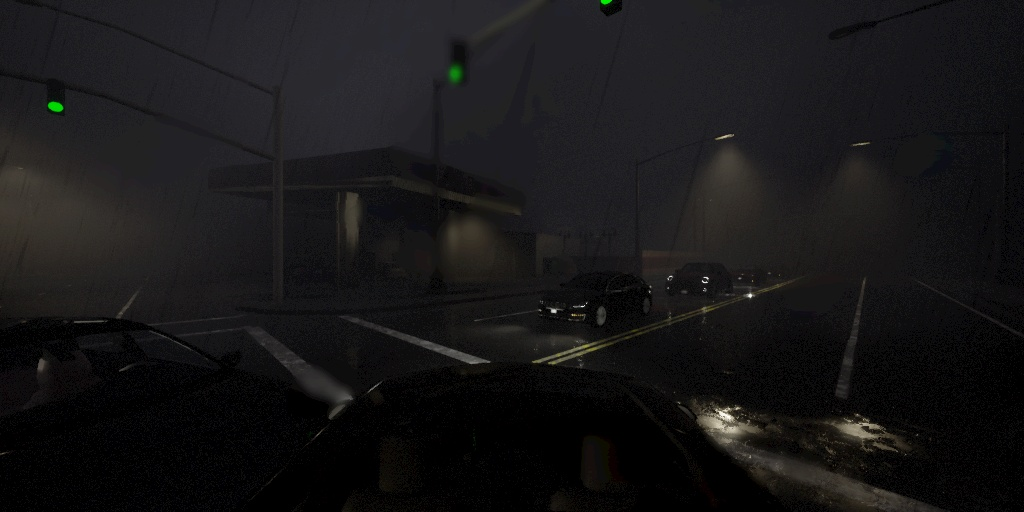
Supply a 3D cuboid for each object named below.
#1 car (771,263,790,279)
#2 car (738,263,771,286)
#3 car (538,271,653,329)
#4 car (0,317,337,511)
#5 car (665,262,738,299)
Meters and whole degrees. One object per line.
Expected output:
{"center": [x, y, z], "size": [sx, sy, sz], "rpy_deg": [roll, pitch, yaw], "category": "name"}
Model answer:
{"center": [23.667, 1.314, 32.403], "size": [4.181, 1.385, 1.994], "rpy_deg": [0, 0, -45], "category": "car"}
{"center": [16.559, 1.314, 25.324], "size": [1.994, 1.385, 4.181], "rpy_deg": [0, 0, 44], "category": "car"}
{"center": [2.841, 1.255, 11.520], "size": [1.837, 1.490, 4.892], "rpy_deg": [0, 0, 44], "category": "car"}
{"center": [-3.430, 1.242, 2.480], "size": [4.902, 1.511, 2.128], "rpy_deg": [0, 0, 15], "category": "car"}
{"center": [9.656, 1.102, 18.390], "size": [2.097, 1.767, 4.553], "rpy_deg": [0, 0, 45], "category": "car"}
